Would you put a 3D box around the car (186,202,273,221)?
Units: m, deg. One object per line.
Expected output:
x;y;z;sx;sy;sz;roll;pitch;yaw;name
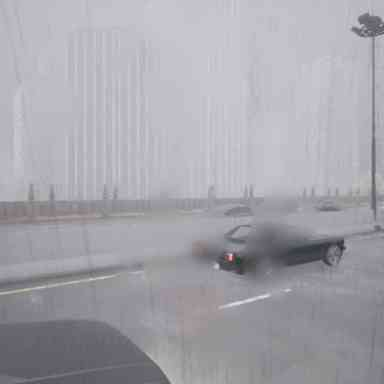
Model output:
1.878;1.455;18.043;4.892;1.490;1.837;0;0;-34;car

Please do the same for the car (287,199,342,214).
10.765;1.391;28.295;4.902;1.511;2.128;0;0;-34;car

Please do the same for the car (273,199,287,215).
8.532;1.404;31.011;4.892;1.490;1.837;0;0;-34;car

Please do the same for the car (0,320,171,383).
-2.674;1.551;1.824;5.357;1.411;2.033;0;0;-35;car

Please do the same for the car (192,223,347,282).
2.427;1.570;9.683;4.718;1.301;1.895;0;0;-35;car
